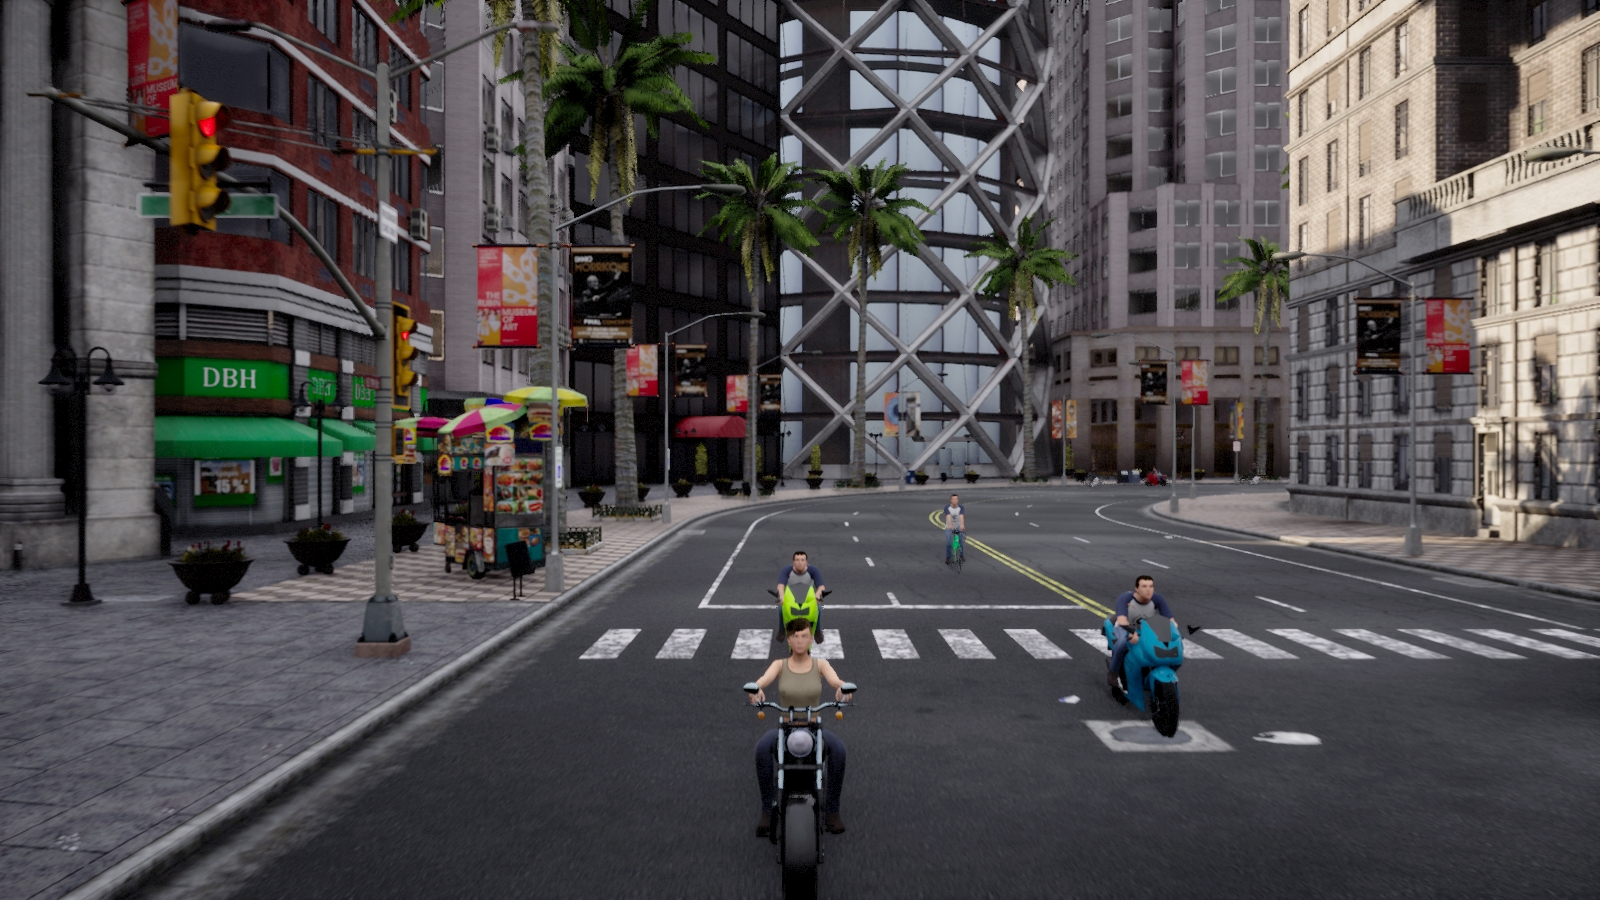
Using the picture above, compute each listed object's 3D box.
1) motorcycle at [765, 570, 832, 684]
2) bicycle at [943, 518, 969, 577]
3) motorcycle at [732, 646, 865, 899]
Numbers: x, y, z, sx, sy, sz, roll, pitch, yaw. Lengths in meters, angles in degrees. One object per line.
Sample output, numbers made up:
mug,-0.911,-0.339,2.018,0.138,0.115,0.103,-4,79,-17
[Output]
motorcycle,-0.018,2.212,14.617,0.803,1.145,2.033,0,0,0
bicycle,3.535,2.206,26.016,0.373,1.196,1.643,0,0,0
motorcycle,-0.009,2.170,7.724,0.764,1.277,2.356,0,0,0
